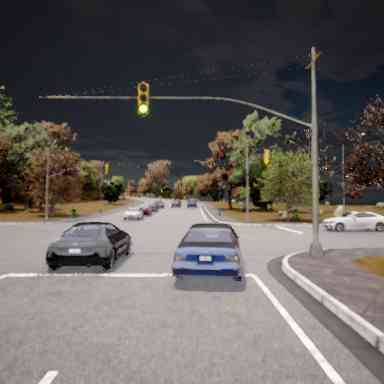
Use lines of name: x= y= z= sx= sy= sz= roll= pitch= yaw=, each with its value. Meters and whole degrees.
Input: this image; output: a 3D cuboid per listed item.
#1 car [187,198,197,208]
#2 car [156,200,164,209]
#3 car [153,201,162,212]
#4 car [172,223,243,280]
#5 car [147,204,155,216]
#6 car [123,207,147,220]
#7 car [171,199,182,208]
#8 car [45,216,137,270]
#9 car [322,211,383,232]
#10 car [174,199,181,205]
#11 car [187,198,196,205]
car: x=0.001 y=2.459 z=72.251 sx=2.097 sy=1.767 sz=4.553 roll=0 pitch=1 yaw=0
car: x=-6.999 y=2.505 z=69.624 sx=2.097 sy=1.767 sz=4.553 roll=0 pitch=1 yaw=0
car: x=-7.036 y=2.827 z=59.463 sx=2.033 sy=1.411 sz=5.357 roll=0 pitch=0 yaw=1
car: x=0.616 y=1.683 z=10.401 sx=2.033 sy=1.411 sz=5.357 roll=0 pitch=-1 yaw=7
car: x=-7.088 y=2.871 z=49.716 sx=1.895 sy=1.301 sz=4.718 roll=0 pitch=-1 yaw=0
car: x=-7.105 y=2.648 z=40.694 sx=1.812 sy=1.442 sz=4.674 roll=0 pitch=-1 yaw=0
car: x=-3.500 y=2.628 z=72.722 sx=1.812 sy=1.442 sz=4.674 roll=0 pitch=1 yaw=0
car: x=-3.405 y=1.730 z=11.680 sx=1.994 sy=1.385 sz=4.181 roll=0 pitch=-1 yaw=0
car: x=11.830 y=2.104 z=24.049 sx=4.674 sy=1.442 sz=1.812 roll=0 pitch=-2 yaw=-1
car: x=-3.617 y=2.459 z=82.697 sx=1.837 sy=1.490 sz=4.892 roll=0 pitch=1 yaw=-3
car: x=-0.094 y=2.277 z=82.428 sx=1.882 sy=1.535 sz=5.008 roll=0 pitch=1 yaw=-3
